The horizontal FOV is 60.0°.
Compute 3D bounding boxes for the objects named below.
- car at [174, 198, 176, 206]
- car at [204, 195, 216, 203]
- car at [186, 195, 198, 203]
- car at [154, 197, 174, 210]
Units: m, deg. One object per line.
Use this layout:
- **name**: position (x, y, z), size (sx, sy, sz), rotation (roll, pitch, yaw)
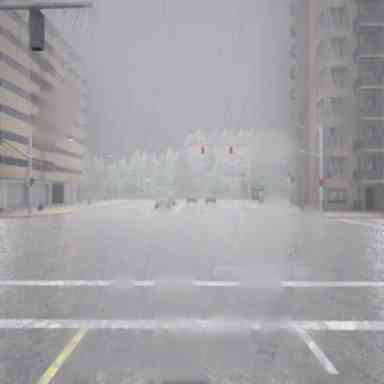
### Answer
- **car**: position (-3.564, 1.423, 51.612), size (1.994, 1.385, 4.181), rotation (0, 0, 0)
- **car**: position (3.500, 1.335, 62.836), size (1.837, 1.490, 4.892), rotation (0, 0, 0)
- **car**: position (0.000, 1.355, 62.837), size (1.812, 1.442, 4.674), rotation (0, 0, 0)
- **car**: position (-3.569, 1.413, 41.530), size (1.812, 1.442, 4.674), rotation (0, 0, 0)
